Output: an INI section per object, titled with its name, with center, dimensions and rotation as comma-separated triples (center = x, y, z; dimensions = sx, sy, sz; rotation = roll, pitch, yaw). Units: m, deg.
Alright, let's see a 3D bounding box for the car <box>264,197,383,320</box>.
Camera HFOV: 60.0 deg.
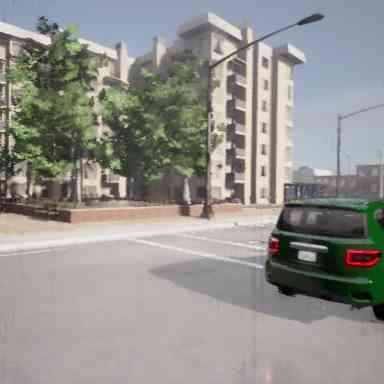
[car]
center = 3.828, 1.134, 7.395
dimensions = 5.566, 2.045, 2.150
rotation = -1, 2, -44
